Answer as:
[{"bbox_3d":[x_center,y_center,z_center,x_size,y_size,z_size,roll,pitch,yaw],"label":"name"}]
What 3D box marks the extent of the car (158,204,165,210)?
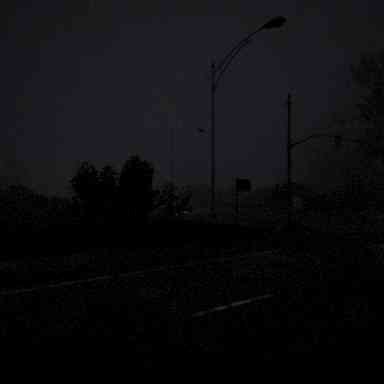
[{"bbox_3d":[-2.566,1.517,40.501,1.812,1.442,4.674,0,0,-39],"label":"car"}]
